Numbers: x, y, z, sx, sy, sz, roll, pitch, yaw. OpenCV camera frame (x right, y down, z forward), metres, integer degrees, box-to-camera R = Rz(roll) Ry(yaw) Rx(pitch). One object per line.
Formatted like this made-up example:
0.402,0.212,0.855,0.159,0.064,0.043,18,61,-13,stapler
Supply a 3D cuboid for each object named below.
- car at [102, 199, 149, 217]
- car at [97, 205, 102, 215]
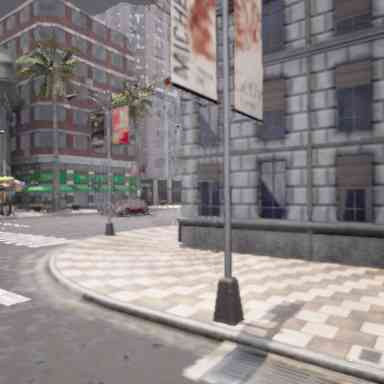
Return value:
-6.589,1.629,34.615,2.097,1.767,4.553,-1,0,36,car
-8.576,1.668,37.801,2.097,1.767,4.553,-1,-1,37,car
